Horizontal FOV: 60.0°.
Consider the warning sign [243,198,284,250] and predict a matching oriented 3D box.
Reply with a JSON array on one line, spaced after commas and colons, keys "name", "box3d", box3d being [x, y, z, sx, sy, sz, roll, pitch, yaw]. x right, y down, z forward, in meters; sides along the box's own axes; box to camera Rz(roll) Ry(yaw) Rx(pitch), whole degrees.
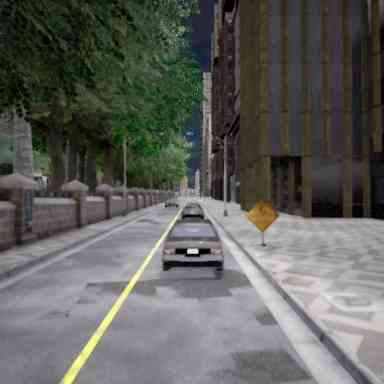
[{"name": "warning sign", "box3d": [2.695, 1.184, 12.707, 1.300, 1.860, 1.060, -1, -2, 0]}]

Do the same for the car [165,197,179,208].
[{"name": "car", "box3d": [-3.084, 1.611, 51.836, 2.097, 1.767, 4.553, 0, 0, 0]}]

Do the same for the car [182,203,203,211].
[{"name": "car", "box3d": [0.071, 1.717, 30.498, 1.994, 1.385, 4.181, 0, 0, 0]}]

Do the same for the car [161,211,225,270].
[{"name": "car", "box3d": [0.044, 1.608, 11.202, 2.033, 1.411, 5.357, 0, 0, 1]}]
